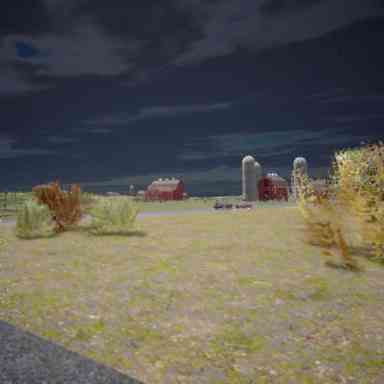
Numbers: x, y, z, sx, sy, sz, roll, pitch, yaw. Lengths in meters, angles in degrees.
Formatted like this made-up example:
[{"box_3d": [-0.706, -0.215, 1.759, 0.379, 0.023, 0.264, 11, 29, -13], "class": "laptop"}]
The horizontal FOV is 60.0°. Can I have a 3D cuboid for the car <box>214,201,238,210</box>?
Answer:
[{"box_3d": [5.666, 2.372, 58.922, 1.837, 1.490, 4.892, -2, -2, 36], "class": "car"}]

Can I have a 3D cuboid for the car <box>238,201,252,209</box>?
[{"box_3d": [10.157, 2.517, 65.224, 1.994, 1.385, 4.181, -2, -2, 36], "class": "car"}]
